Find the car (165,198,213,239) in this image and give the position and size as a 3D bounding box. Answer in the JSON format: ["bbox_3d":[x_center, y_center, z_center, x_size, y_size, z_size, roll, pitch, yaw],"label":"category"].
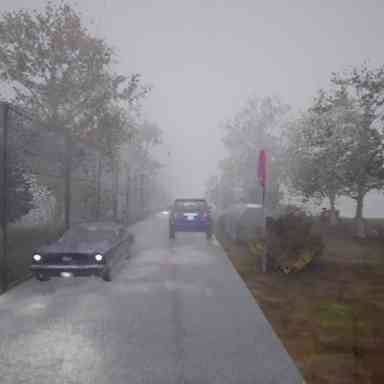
[{"bbox_3d":[-0.066,1.325,18.186,2.150,2.045,5.566,0,-1,0],"label":"car"}]

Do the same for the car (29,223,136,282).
[{"bbox_3d":[-2.942,1.640,9.970,1.895,1.301,4.718,0,0,-1],"label":"car"}]

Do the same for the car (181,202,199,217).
[{"bbox_3d":[-0.240,1.857,36.724,1.882,1.535,5.008,0,-1,-1],"label":"car"}]
